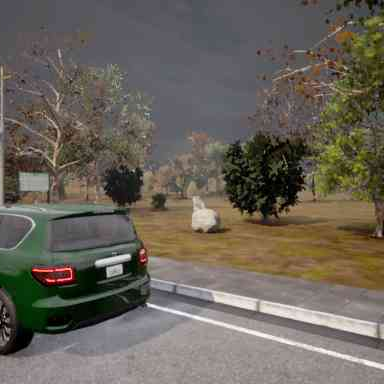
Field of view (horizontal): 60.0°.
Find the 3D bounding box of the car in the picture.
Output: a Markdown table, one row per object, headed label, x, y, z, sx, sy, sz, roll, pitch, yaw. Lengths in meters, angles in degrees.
| label | x | y | z | sx | sy | sz | roll | pitch | yaw |
| --- | --- | --- | --- | --- | --- | --- | --- | --- | --- |
| car | -3.298 | 1.221 | 6.321 | 5.566 | 2.045 | 2.150 | 0 | 0 | 35 |
